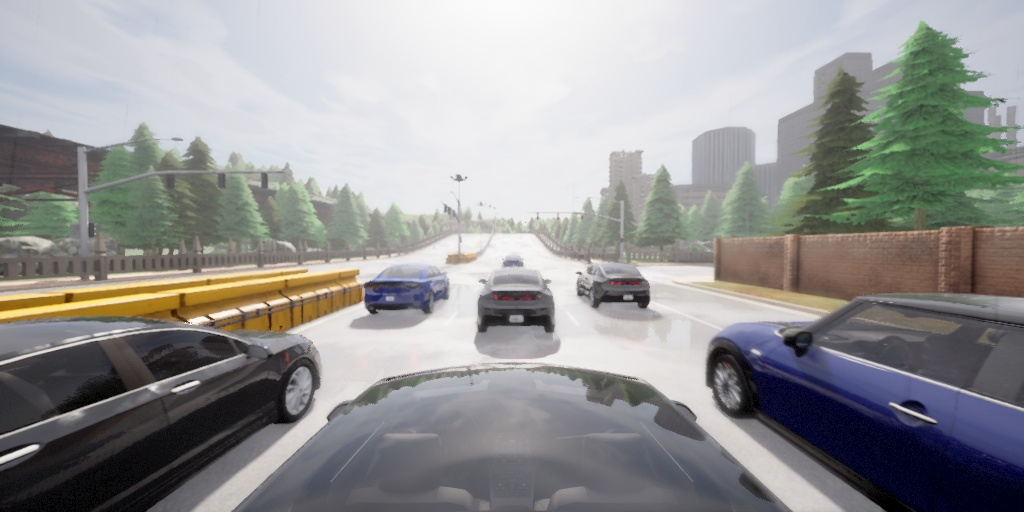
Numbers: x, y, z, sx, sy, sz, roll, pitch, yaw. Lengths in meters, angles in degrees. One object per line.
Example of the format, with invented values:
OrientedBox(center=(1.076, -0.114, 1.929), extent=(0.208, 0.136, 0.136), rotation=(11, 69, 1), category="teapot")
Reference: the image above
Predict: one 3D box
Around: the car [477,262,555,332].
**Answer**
OrientedBox(center=(0.097, 1.062, 10.056), extent=(1.837, 1.490, 4.892), rotation=(0, 1, 0), category="car")

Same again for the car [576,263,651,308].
OrientedBox(center=(3.616, 0.986, 13.486), extent=(1.837, 1.490, 4.892), rotation=(0, 1, 1), category="car")

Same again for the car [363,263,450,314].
OrientedBox(center=(-3.402, 0.982, 12.474), extent=(1.882, 1.535, 5.008), rotation=(0, 1, 0), category="car")

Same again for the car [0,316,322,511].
OrientedBox(center=(-3.400, 1.230, 2.749), extent=(1.837, 1.490, 4.892), rotation=(0, 1, 0), category="car")

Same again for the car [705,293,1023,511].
OrientedBox(center=(3.602, 1.076, 2.878), extent=(2.097, 1.767, 4.553), rotation=(0, 1, 0), category="car")

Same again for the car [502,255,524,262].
OrientedBox(center=(0.086, 0.604, 31.163), extent=(1.812, 1.442, 4.674), rotation=(0, 1, 0), category="car")
